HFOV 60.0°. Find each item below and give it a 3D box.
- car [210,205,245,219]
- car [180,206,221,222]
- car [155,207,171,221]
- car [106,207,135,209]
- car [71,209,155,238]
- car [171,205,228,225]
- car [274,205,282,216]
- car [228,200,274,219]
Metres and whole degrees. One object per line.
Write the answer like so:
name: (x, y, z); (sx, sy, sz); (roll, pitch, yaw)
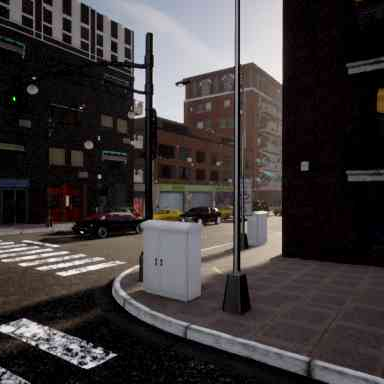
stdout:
car: (3.979, 2.153, 36.565); (1.752, 1.417, 4.829); (-1, -2, 35)
car: (0.918, 2.092, 32.172); (1.947, 1.339, 4.313); (-1, -2, 35)
car: (-2.337, 1.944, 27.501); (1.752, 1.417, 4.829); (-1, -2, 35)
car: (-5.397, 1.758, 23.112); (1.967, 1.590, 4.097); (-1, -2, 35)
car: (-4.645, 1.881, 19.634); (1.895, 1.301, 4.718); (0, -1, 35)
car: (0.717, 1.962, 27.324); (1.837, 1.490, 4.892); (0, -1, 35)
car: (12.518, 2.394, 44.189); (2.033, 1.411, 5.357); (0, -1, 35)
car: (6.396, 1.866, 35.473); (2.150, 2.045, 5.566); (0, -1, 35)
